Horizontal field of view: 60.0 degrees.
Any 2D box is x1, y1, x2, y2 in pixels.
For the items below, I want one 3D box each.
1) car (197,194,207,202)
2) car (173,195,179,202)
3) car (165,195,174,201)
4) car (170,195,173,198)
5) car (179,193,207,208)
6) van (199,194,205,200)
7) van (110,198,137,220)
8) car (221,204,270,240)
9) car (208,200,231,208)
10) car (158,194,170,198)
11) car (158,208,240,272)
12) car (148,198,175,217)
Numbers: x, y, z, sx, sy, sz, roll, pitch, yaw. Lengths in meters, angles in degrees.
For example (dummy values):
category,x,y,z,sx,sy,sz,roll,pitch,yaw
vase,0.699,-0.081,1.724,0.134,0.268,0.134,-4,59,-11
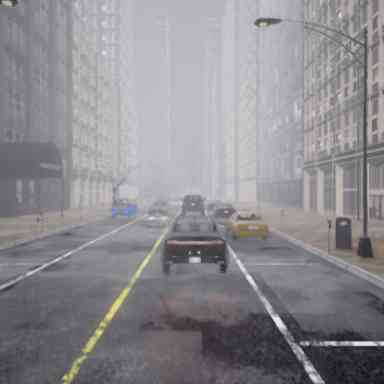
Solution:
category,x,y,z,sx,sy,sz,roll,pitch,yaw
car,2.402,1.382,79.629,2.097,1.767,4.553,0,0,0
car,-2.986,1.604,73.921,1.895,1.301,4.718,0,0,0
car,-5.677,1.462,85.131,1.967,1.590,4.097,0,0,0
car,-5.681,1.348,68.036,2.192,1.841,5.009,0,0,0
car,0.106,1.251,33.416,2.150,2.045,5.566,0,0,0
van,2.704,1.358,90.824,1.690,1.788,3.998,0,0,0
van,-5.690,1.368,28.148,1.690,1.788,3.998,0,0,0
car,2.690,1.545,16.916,1.752,1.417,4.829,0,0,0
car,2.692,1.593,28.143,1.947,1.339,4.313,0,0,0
car,-5.682,1.580,62.337,1.887,1.381,4.507,0,0,0
car,0.085,1.505,10.813,2.128,1.511,4.902,0,0,0
car,-3.094,1.577,32.510,2.033,1.411,5.357,0,0,0
